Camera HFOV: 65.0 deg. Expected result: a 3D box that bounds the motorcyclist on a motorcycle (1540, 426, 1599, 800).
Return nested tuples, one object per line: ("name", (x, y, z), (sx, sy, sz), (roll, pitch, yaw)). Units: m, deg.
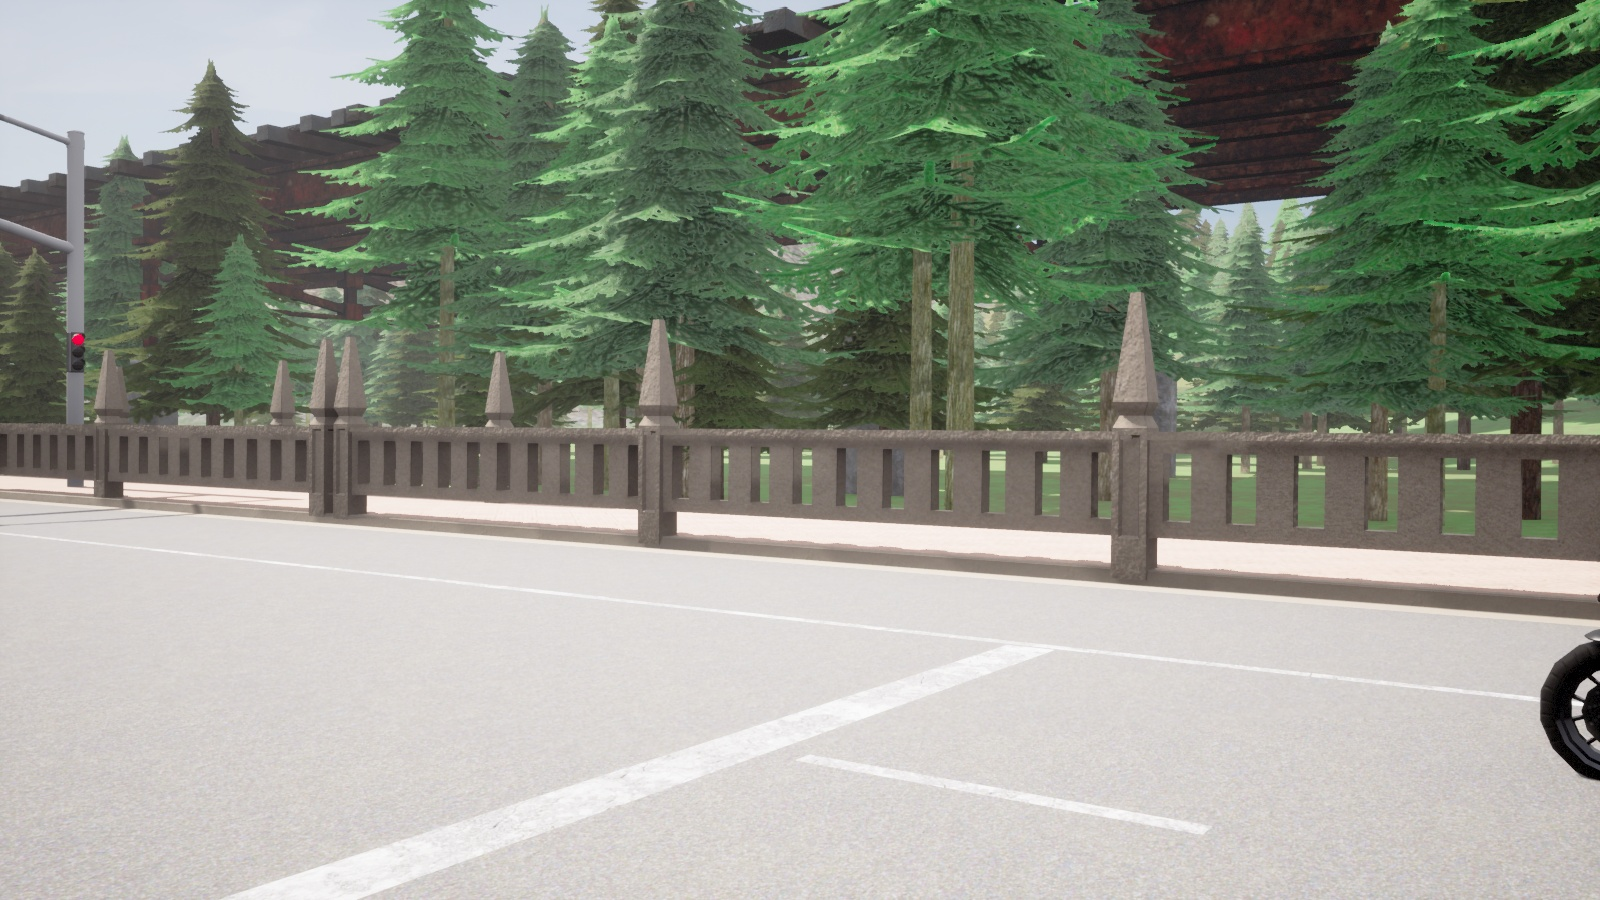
("motorcyclist on a motorcycle", (4.247, 0.660, 5.004), (2.191, 1.530, 0.866), (0, 1, 34))
